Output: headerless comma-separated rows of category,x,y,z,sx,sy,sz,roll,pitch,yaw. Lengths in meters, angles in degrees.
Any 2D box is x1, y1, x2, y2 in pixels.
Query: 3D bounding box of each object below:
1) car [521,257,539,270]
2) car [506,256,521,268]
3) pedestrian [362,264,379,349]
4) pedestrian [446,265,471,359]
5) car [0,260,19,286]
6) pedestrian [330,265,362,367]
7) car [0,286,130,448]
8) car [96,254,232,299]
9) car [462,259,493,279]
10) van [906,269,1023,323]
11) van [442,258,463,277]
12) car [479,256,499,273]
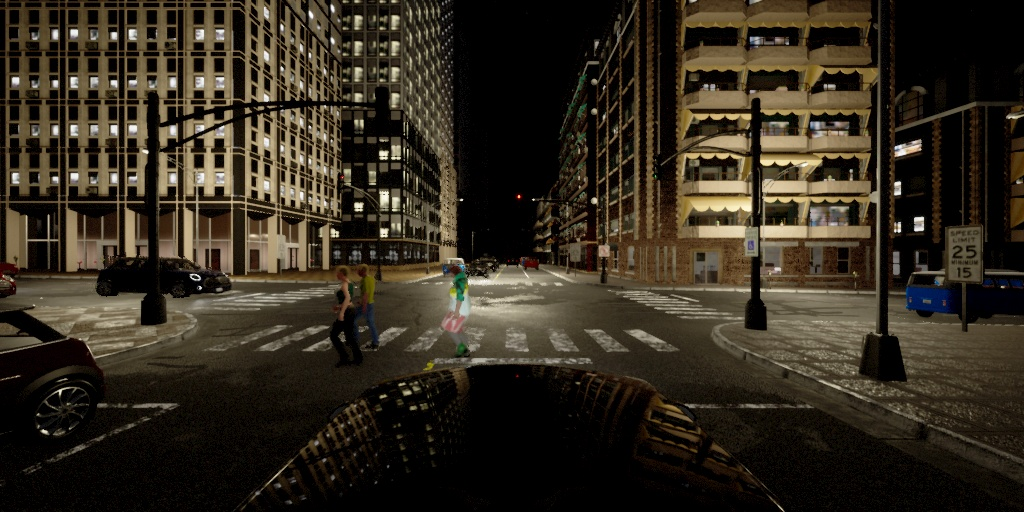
car,2.752,1.079,51.456,2.192,1.841,5.009,0,0,0
car,0.080,0.994,63.915,2.150,2.045,5.566,0,0,0
pedestrian,-3.168,1.047,7.669,0.375,1.860,0.375,0,0,0
pedestrian,-1.032,1.044,7.067,0.375,1.860,0.375,0,0,0
car,-21.133,0.818,13.125,4.097,1.591,1.967,0,0,0
pedestrian,-3.015,1.044,6.470,0.375,1.860,0.375,0,0,0
car,-5.689,1.190,2.338,1.967,1.591,4.097,0,0,0
car,-15.062,0.842,15.720,4.553,1.767,2.097,1,0,0
car,-3.057,1.260,32.771,1.837,1.490,4.892,0,0,0
van,16.926,1.453,13.027,3.998,1.789,1.690,0,0,0
van,-5.649,1.097,34.812,1.690,1.789,3.998,0,0,0
car,-3.042,0.984,43.661,2.150,2.045,5.566,0,0,0
